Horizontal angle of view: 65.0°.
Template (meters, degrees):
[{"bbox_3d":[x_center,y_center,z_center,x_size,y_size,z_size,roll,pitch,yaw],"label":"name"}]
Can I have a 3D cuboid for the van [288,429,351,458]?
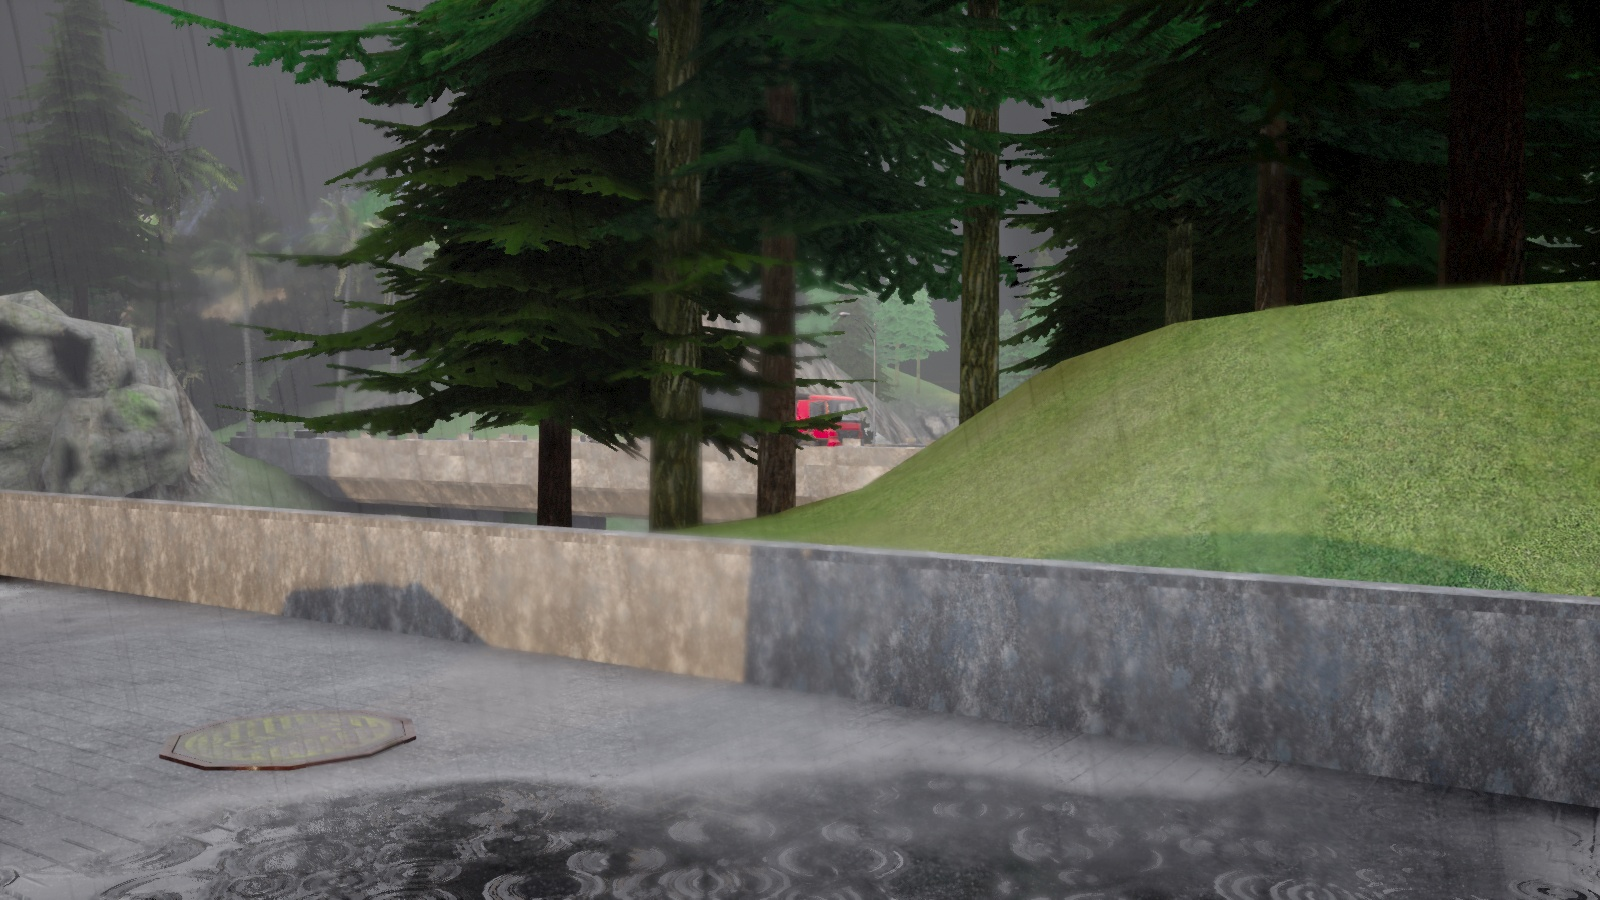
[{"bbox_3d":[-35.094,-0.484,91.705,4.480,2.038,2.069,-1,1,33],"label":"van"}]

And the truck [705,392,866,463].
[{"bbox_3d":[-0.805,-1.119,64.171,7.936,3.462,2.891,0,1,34],"label":"truck"}]
